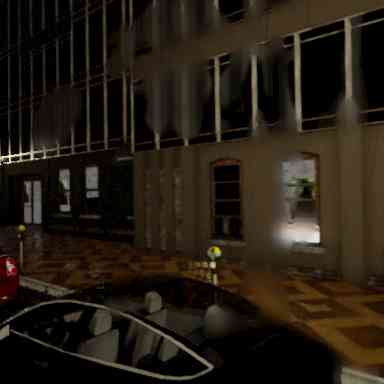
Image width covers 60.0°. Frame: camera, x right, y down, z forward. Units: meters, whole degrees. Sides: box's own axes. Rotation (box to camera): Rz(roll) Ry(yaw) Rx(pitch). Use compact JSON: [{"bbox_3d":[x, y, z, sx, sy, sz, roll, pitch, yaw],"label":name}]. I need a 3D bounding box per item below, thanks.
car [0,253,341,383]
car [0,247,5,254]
[{"bbox_3d":[-0.748,1.564,3.425,4.313,1.339,1.947,0,-1,36],"label":"car"},{"bbox_3d":[-5.264,1.432,6.648,4.097,1.590,1.967,0,-1,36],"label":"car"}]
